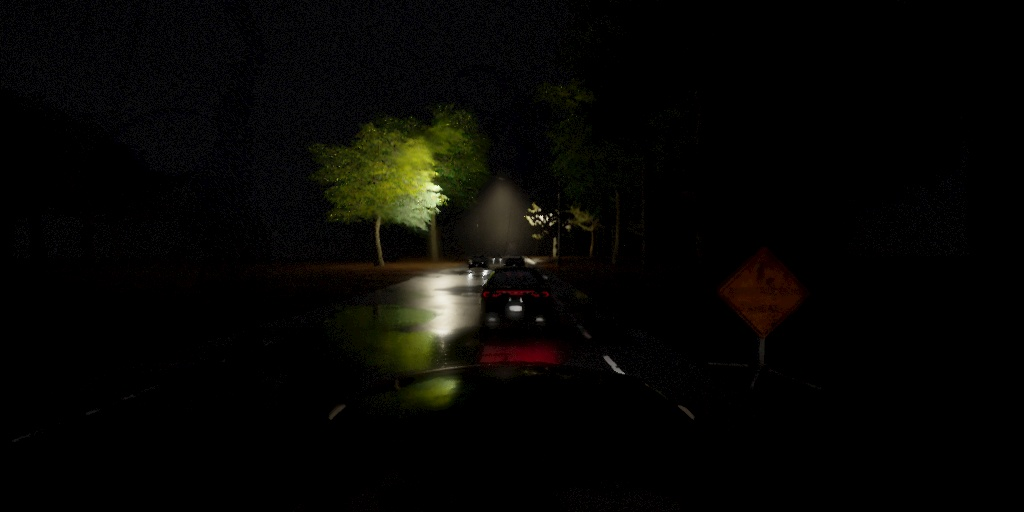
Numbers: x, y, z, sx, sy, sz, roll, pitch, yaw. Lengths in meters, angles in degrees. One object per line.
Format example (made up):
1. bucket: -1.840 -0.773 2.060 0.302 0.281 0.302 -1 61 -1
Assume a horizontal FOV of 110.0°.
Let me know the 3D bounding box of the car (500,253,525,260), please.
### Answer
1. car: 0.224 0.620 34.642 2.128 1.511 4.902 0 1 0

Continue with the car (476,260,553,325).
1. car: 0.115 1.050 11.031 1.882 1.535 5.008 0 1 0

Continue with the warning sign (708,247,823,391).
1. warning sign: 3.562 0.799 5.158 1.300 1.860 1.060 0 0 0

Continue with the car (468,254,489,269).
1. car: -3.458 0.579 37.511 1.837 1.490 4.892 0 1 0
